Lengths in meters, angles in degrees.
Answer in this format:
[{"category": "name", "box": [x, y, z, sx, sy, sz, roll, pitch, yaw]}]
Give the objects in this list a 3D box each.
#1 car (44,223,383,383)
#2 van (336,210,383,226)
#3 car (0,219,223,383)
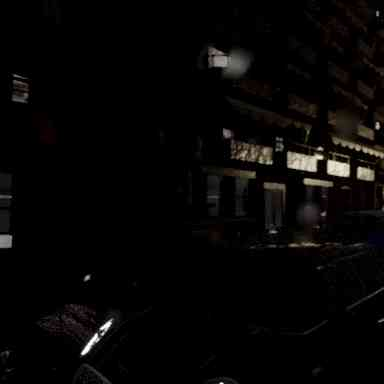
[{"category": "car", "box": [0.991, 1.440, 3.954, 4.553, 1.767, 2.097, 1, -2, -42]}, {"category": "van", "box": [6.814, 1.614, 12.653, 3.998, 1.788, 1.690, 1, 0, -42]}, {"category": "car", "box": [-1.375, 1.432, 5.224, 5.009, 1.841, 2.192, 1, 0, -42]}]
